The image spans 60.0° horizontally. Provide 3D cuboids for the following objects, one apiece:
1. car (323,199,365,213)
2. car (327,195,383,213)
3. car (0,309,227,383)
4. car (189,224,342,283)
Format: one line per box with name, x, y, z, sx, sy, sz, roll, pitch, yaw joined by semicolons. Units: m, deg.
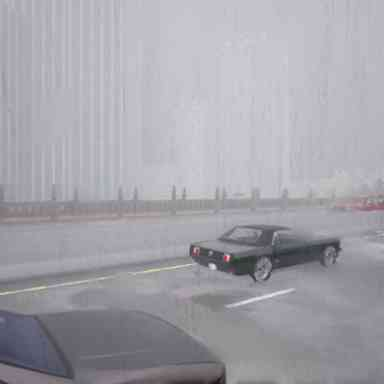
car;17.311;1.539;37.841;4.902;1.511;2.128;0;0;-35
car;13.364;1.249;26.433;5.566;2.045;2.150;0;0;-35
car;-2.216;1.547;2.163;5.357;1.411;2.033;0;0;-36
car;2.334;1.608;9.715;4.718;1.301;1.895;0;0;-36
